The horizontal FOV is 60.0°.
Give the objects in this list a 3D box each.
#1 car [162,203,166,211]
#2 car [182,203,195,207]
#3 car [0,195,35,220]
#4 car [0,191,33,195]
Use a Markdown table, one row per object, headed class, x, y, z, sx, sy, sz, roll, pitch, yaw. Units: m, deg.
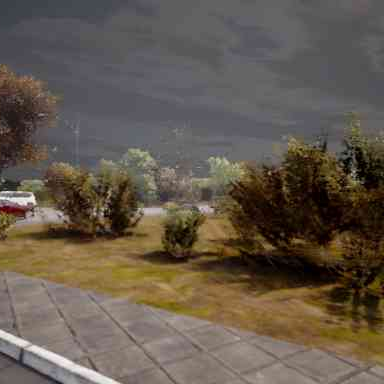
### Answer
| class | x | y | z | sx | sy | sz | roll | pitch | yaw |
| --- | --- | --- | --- | --- | --- | --- | --- | --- | --- |
| car | -3.572 | 2.548 | 58.247 | 1.882 | 1.535 | 5.008 | 1 | -2 | 20 |
| car | -0.387 | 2.667 | 56.771 | 1.812 | 1.442 | 4.674 | 1 | -2 | 20 |
| car | -13.061 | 1.177 | 22.602 | 1.882 | 1.535 | 5.008 | 1 | -1 | 21 |
| car | -19.498 | 0.952 | 35.755 | 2.150 | 2.045 | 5.566 | 1 | -2 | 20 |
